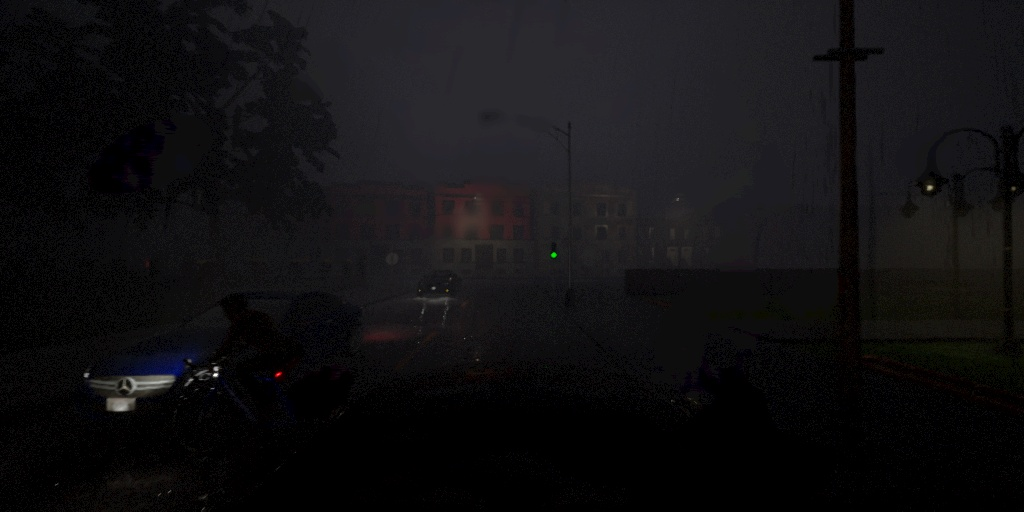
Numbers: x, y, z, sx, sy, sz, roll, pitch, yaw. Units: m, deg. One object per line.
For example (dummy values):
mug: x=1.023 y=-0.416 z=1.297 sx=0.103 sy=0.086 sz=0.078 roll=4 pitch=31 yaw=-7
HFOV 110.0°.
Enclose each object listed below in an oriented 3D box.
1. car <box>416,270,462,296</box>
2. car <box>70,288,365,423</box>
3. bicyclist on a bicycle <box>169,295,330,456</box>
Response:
car: x=-4.052 y=1.494 z=20.535 sx=1.994 sy=1.385 sz=4.181 roll=0 pitch=-1 yaw=0
car: x=-4.101 y=1.318 z=6.090 sx=1.812 sy=1.442 sz=4.674 roll=0 pitch=0 yaw=0
bicyclist on a bicycle: x=-2.655 y=1.221 z=3.638 sx=1.656 sy=1.620 sz=0.582 roll=0 pitch=-1 yaw=0
